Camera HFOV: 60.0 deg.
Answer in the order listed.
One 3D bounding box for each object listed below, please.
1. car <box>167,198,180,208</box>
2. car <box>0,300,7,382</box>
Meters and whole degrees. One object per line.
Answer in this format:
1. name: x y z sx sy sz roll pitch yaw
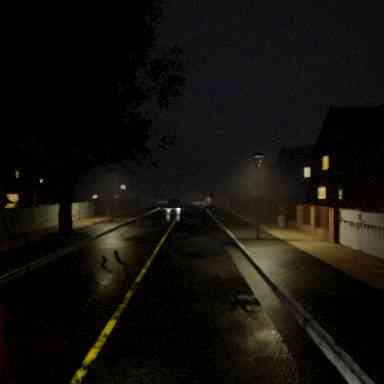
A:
1. car: -2.772 1.700 51.312 1.812 1.442 4.674 0 -1 1
2. car: -2.851 1.478 1.381 1.882 1.535 5.008 0 0 0
